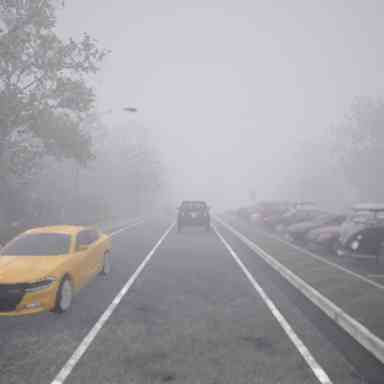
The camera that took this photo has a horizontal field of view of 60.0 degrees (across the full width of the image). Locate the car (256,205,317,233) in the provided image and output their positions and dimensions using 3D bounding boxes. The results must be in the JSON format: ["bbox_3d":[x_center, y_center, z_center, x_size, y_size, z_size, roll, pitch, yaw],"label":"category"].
[{"bbox_3d":[7.093,1.838,21.774,5.008,1.535,2.097,0,-1,0],"label":"car"}]

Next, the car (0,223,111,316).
[{"bbox_3d":[-3.347,1.585,8.041,1.882,1.535,5.008,0,-1,0],"label":"car"}]

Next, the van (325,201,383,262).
[{"bbox_3d":[6.954,1.371,10.677,4.442,1.987,1.878,0,-1,0],"label":"van"}]

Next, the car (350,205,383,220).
[{"bbox_3d":[20.004,2.133,35.413,5.366,1.575,1.946,0,-1,0],"label":"car"}]

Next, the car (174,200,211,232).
[{"bbox_3d":[0.116,1.600,22.985,2.150,2.045,5.566,0,-1,0],"label":"car"}]

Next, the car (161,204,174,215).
[{"bbox_3d":[-3.292,2.566,48.293,1.837,1.490,4.892,0,-2,0],"label":"car"}]

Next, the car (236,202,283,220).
[{"bbox_3d":[7.141,2.017,35.650,4.553,1.767,2.185,0,-1,0],"label":"car"}]

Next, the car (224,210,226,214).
[{"bbox_3d":[6.937,2.366,43.962,5.366,1.575,1.946,0,-2,0],"label":"car"}]

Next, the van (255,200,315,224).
[{"bbox_3d":[7.209,1.673,24.555,4.442,1.987,1.878,0,-1,0],"label":"van"}]

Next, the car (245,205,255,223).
[{"bbox_3d":[7.099,1.999,27.325,4.674,1.452,2.002,0,-1,0],"label":"car"}]

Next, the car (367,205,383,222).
[{"bbox_3d":[20.178,2.075,32.646,4.892,1.521,2.231,0,-1,0],"label":"car"}]

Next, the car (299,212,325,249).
[{"bbox_3d":[7.077,1.697,13.447,4.674,1.452,2.002,0,-1,0],"label":"car"}]

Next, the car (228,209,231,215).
[{"bbox_3d":[7.120,2.210,38.423,5.008,1.535,2.097,0,-1,0],"label":"car"}]

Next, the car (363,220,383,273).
[{"bbox_3d":[7.095,1.566,7.890,4.792,1.488,2.163,0,-1,0],"label":"car"}]

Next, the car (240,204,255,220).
[{"bbox_3d":[7.130,2.048,30.100,4.792,1.488,2.163,0,-1,0],"label":"car"}]

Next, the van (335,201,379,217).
[{"bbox_3d":[20.316,2.056,41.077,4.442,1.987,1.878,0,-2,0],"label":"van"}]

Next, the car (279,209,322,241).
[{"bbox_3d":[7.049,1.747,16.224,4.792,1.488,2.163,0,-1,0],"label":"car"}]

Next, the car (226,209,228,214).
[{"bbox_3d":[7.124,2.287,41.194,4.892,1.521,2.231,0,-2,0],"label":"car"}]

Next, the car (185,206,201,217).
[{"bbox_3d":[0.135,2.410,41.846,1.994,1.385,4.181,0,-2,0],"label":"car"}]

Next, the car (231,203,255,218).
[{"bbox_3d":[7.077,1.828,32.882,5.566,2.045,2.435,0,-1,0],"label":"car"}]
